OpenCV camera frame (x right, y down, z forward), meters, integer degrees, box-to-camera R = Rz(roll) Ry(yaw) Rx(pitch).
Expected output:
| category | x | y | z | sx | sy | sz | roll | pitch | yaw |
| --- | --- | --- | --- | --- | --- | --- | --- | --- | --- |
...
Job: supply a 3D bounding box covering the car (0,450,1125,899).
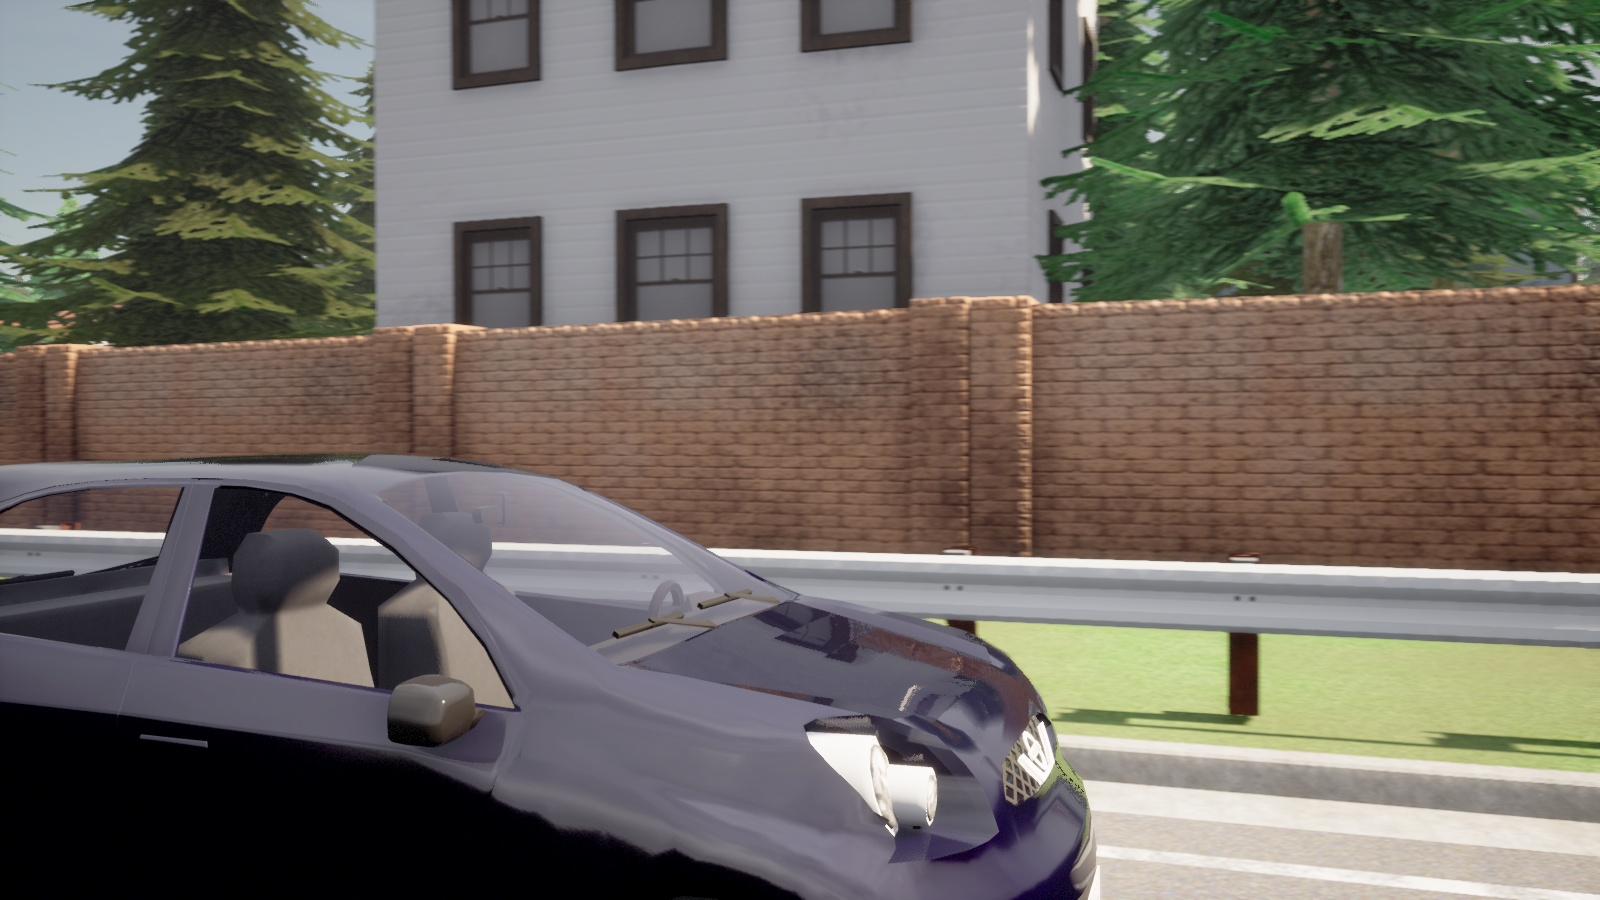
| category | x | y | z | sx | sy | sz | roll | pitch | yaw |
| --- | --- | --- | --- | --- | --- | --- | --- | --- | --- |
| car | -1.031 | 0.780 | 3.540 | 3.633 | 1.501 | 1.845 | 1 | 1 | 19 |
